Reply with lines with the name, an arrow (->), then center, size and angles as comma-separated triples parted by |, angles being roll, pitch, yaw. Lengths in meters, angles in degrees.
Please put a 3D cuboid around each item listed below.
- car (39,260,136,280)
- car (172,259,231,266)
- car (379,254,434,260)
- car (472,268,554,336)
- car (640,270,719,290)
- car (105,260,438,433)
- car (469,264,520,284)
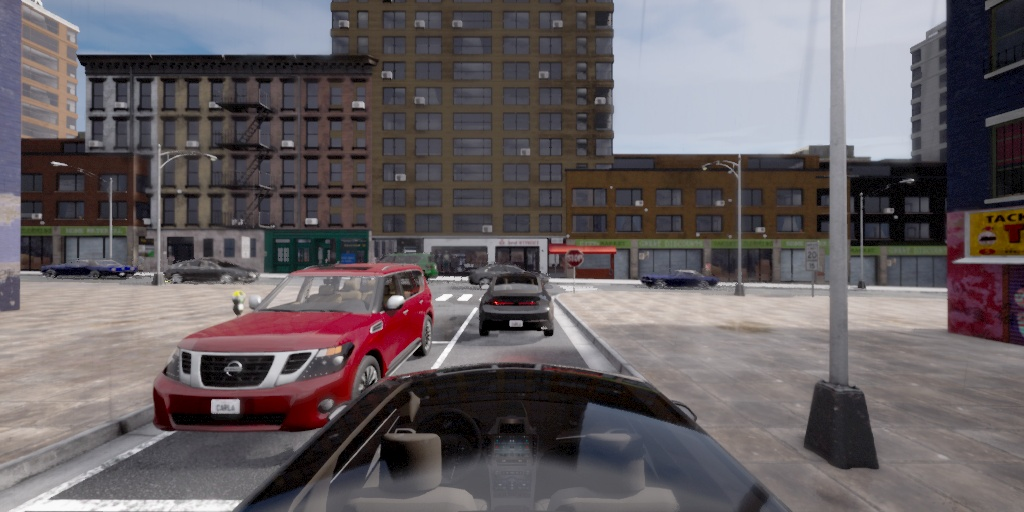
car -> -28.937, 0.910, 24.563 | 4.718, 1.301, 1.895 | 1, 0, 0
car -> -17.990, 0.970, 21.642 | 4.892, 1.490, 1.837 | 1, 0, 0
car -> -7.932, 0.857, 24.621 | 5.566, 2.045, 2.150 | 1, 0, 0
car -> 0.140, 1.252, 10.377 | 1.837, 1.490, 4.892 | 0, 0, 1
car -> 11.391, 1.606, 24.674 | 4.718, 1.301, 1.895 | 1, 0, 0
car -> -2.632, 1.063, 5.811 | 2.192, 1.841, 5.009 | 0, 0, 0
car -> -0.154, 1.262, 21.693 | 4.892, 1.490, 1.837 | 1, 0, 0
